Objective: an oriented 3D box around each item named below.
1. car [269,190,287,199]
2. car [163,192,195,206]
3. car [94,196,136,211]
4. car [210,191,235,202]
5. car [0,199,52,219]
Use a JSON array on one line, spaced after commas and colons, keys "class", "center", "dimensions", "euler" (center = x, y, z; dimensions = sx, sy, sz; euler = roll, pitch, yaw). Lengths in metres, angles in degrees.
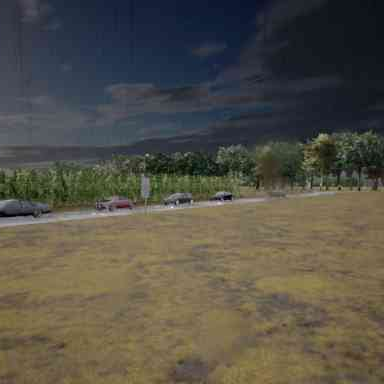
[{"class": "car", "center": [15.479, 0.345, 59.880], "dimensions": [1.882, 1.535, 5.008], "euler": [0, 1, 35]}, {"class": "car", "center": [-1.577, 0.840, 40.784], "dimensions": [1.837, 1.490, 4.892], "euler": [0, 1, 35]}, {"class": "car", "center": [-7.452, 1.088, 32.480], "dimensions": [1.994, 1.385, 4.181], "euler": [0, 1, 34]}, {"class": "car", "center": [4.496, 0.619, 49.337], "dimensions": [1.882, 1.535, 5.008], "euler": [0, 1, 36]}, {"class": "car", "center": [-13.085, 1.257, 24.402], "dimensions": [2.033, 1.411, 5.357], "euler": [0, 1, 34]}]
